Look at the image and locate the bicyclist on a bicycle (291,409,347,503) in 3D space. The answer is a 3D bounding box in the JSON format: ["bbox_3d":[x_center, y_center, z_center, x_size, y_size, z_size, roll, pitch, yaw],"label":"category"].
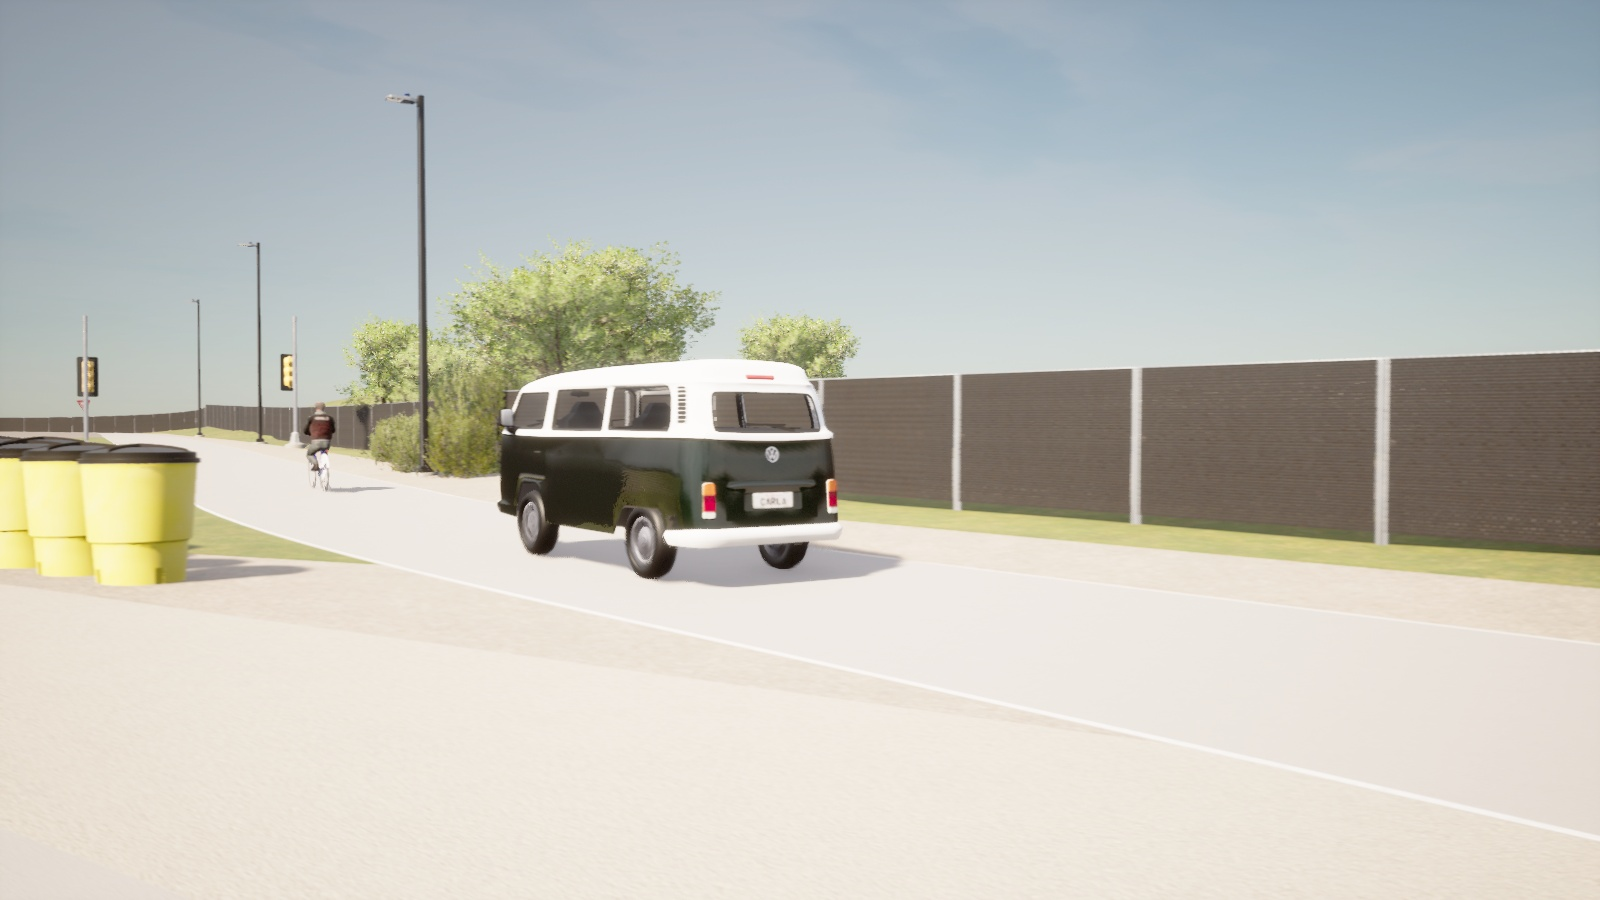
[{"bbox_3d":[-9.495,0.098,24.753,0.659,1.776,1.843,-2,2,-32],"label":"bicyclist on a bicycle"}]

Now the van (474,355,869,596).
[{"bbox_3d":[-1.518,0.163,13.021,2.069,2.038,4.480,-2,2,-36],"label":"van"}]
